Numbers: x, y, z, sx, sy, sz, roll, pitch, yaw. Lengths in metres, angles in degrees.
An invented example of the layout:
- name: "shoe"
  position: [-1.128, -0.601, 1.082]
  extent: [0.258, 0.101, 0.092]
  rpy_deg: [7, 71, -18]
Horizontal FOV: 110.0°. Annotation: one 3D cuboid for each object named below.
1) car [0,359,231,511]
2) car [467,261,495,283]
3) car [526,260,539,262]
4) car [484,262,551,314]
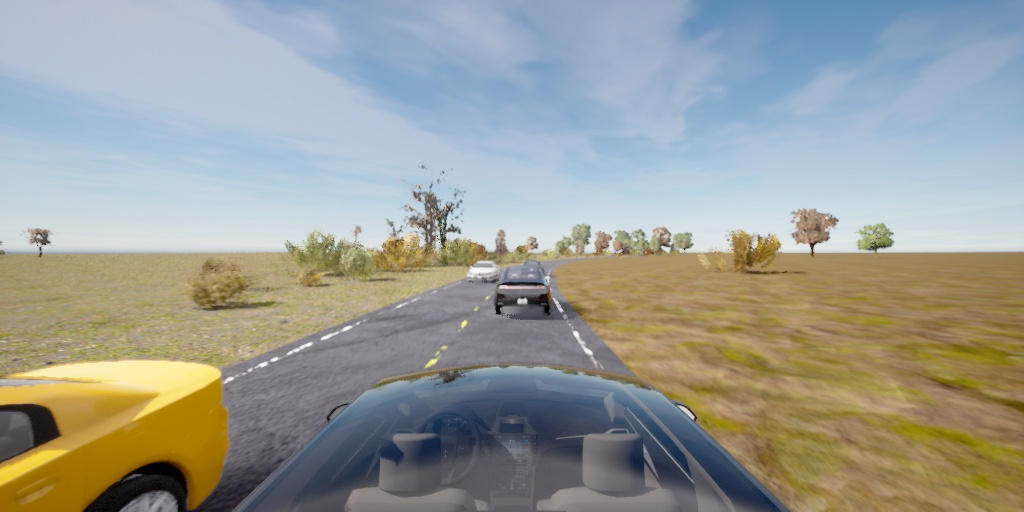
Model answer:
- name: "car"
  position: [-3.059, 1.230, 0.576]
  extent: [1.882, 1.535, 5.008]
  rpy_deg: [0, 0, 0]
- name: "car"
  position: [-1.897, 1.072, 25.403]
  extent: [1.812, 1.442, 4.674]
  rpy_deg: [0, 0, 5]
- name: "car"
  position: [1.830, 1.061, 31.882]
  extent: [1.994, 1.385, 4.181]
  rpy_deg: [0, 1, 6]
- name: "car"
  position: [0.411, 1.146, 13.209]
  extent: [2.128, 1.511, 4.902]
  rpy_deg: [0, 0, 2]
